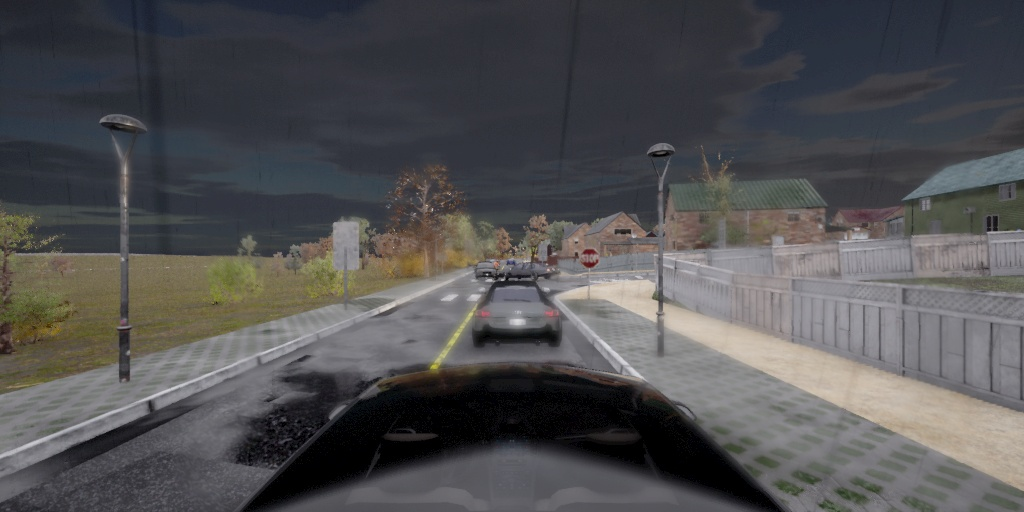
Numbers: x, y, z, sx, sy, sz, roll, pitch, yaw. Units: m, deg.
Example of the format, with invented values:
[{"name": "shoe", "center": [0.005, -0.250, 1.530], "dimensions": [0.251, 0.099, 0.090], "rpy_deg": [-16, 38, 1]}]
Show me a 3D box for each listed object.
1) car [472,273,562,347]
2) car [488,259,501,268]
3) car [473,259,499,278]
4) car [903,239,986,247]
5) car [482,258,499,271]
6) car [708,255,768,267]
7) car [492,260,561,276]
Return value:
[{"name": "car", "center": [0.082, 1.313, 9.292], "dimensions": [1.994, 1.385, 4.181], "rpy_deg": [0, 0, -1]}, {"name": "car", "center": [-2.995, 1.256, 61.065], "dimensions": [1.882, 1.535, 5.008], "rpy_deg": [0, 0, 0]}, {"name": "car", "center": [-2.331, 1.258, 31.212], "dimensions": [1.837, 1.490, 4.892], "rpy_deg": [0, 0, -8]}, {"name": "car", "center": [23.838, -0.208, 20.327], "dimensions": [4.902, 1.511, 2.128], "rpy_deg": [-3, 0, 14]}, {"name": "car", "center": [-2.982, 1.121, 51.028], "dimensions": [2.097, 1.767, 4.553], "rpy_deg": [0, 0, 0]}, {"name": "car", "center": [14.330, 0.413, 22.723], "dimensions": [4.181, 1.385, 1.994], "rpy_deg": [-3, 0, 16]}, {"name": "car", "center": [1.264, 1.198, 28.310], "dimensions": [5.357, 1.411, 2.033], "rpy_deg": [-4, -3, 43]}]
